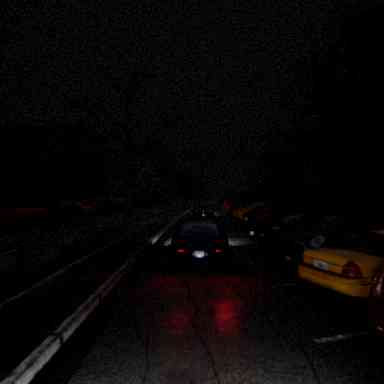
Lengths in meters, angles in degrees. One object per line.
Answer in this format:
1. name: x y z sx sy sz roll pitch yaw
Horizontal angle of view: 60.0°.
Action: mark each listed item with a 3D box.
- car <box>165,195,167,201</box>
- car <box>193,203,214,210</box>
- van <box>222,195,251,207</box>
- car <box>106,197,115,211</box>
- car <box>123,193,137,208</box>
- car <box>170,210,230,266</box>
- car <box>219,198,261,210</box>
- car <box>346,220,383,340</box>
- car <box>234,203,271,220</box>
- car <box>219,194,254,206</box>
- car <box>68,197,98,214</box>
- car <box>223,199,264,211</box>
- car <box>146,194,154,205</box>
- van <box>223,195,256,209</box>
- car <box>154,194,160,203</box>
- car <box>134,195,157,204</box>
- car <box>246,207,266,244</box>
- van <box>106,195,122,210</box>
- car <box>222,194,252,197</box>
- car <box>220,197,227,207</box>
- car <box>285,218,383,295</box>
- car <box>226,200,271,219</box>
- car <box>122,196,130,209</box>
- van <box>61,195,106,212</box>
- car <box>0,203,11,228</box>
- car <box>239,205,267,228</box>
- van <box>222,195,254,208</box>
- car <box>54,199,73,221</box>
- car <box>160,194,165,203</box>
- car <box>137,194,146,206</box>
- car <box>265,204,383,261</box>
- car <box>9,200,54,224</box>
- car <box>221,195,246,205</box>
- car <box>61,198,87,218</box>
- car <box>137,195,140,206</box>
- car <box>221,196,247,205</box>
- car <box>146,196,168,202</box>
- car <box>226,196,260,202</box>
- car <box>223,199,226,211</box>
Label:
1. car: -9.082 1.813 78.240 4.674 1.452 2.002 -1 -1 -16
2. car: 1.144 1.717 31.305 1.895 1.301 4.718 0 0 3
3. van: 7.367 1.451 55.002 4.442 1.987 1.878 1 0 -16
4. car: -11.887 1.660 39.212 4.792 1.488 2.163 -1 0 -16
5. car: -11.261 1.413 48.216 5.566 2.045 2.435 -1 0 -16
6. car: 0.279 1.569 11.607 1.812 1.442 4.674 0 0 2
7. car: 6.681 1.642 46.073 5.366 1.575 1.946 1 0 -16
8. car: 4.834 1.377 4.637 4.553 1.767 2.185 1 0 -19
9. car: 5.281 1.584 19.462 4.792 1.488 2.163 1 0 -17
10. car: 7.714 1.438 58.016 5.566 2.045 2.435 1 0 -16
11. car: -12.437 1.607 33.153 5.366 1.575 1.946 -1 0 -16
12. car: 6.681 1.666 43.169 4.792 1.488 2.163 1 0 -16
13. car: -10.368 1.457 60.233 5.566 2.045 2.435 -1 -1 -16
14. van: 6.958 1.430 49.060 4.442 1.987 1.878 1 0 -16
15. car: -9.943 1.479 66.232 5.566 2.045 2.435 -1 -1 -16
16. car: -9.718 1.616 69.219 4.553 1.767 2.185 -1 0 -16
17. car: 5.035 1.533 13.528 5.008 1.535 2.097 1 0 -18
18. van: -11.545 1.414 42.266 4.442 1.987 1.878 -1 -1 -16
19. car: 6.275 1.364 37.232 5.566 2.045 2.435 1 0 -16
20. car: 5.874 1.600 34.198 5.366 1.575 1.946 1 0 -16
21. car: 5.079 1.513 7.669 5.366 1.575 1.946 1 0 -19
22. car: 5.519 1.574 25.368 5.008 1.535 2.097 1 0 -17
23. car: -11.445 1.653 45.229 5.008 1.535 2.097 -1 -1 -16
24. van: -11.956 1.392 36.255 4.442 1.987 1.878 -1 -1 -16
25. car: -13.057 1.546 18.133 5.008 1.535 2.097 -1 0 -18
26. car: 5.108 1.573 16.472 4.792 1.488 2.163 1 0 -18
27. van: 7.163 1.441 52.032 4.442 1.987 1.878 1 0 -16
28. car: -12.612 1.585 27.189 4.892 1.521 2.231 -1 0 -17
29. car: -9.310 1.765 75.223 5.008 1.535 2.097 -1 -1 -16
30. car: -10.840 1.435 54.210 5.566 2.045 2.435 -1 0 -16
31. car: 4.997 1.398 10.573 4.553 1.767 2.185 1 0 -18
32. car: -12.763 1.445 24.174 4.553 1.767 2.185 -1 0 -17
33. car: 8.340 1.596 66.918 4.553 1.767 2.185 1 0 -16
34. car: -12.458 1.596 30.204 5.008 1.535 2.097 -1 -1 -17
35. car: -11.025 1.675 51.225 5.008 1.535 2.097 -1 -1 -16
36. car: 8.069 1.584 63.939 4.553 1.767 2.185 1 0 -16
37. car: -8.814 1.771 84.212 5.366 1.575 1.946 -1 0 -16
38. car: 5.661 1.458 28.321 4.553 1.767 2.185 1 0 -17
39. car: 5.859 1.596 31.292 4.892 1.521 2.231 1 0 -16
